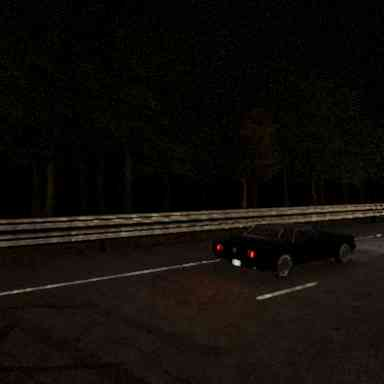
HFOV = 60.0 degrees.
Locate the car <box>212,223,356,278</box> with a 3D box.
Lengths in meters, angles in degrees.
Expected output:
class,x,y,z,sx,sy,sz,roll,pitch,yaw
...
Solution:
class,x,y,z,sx,sy,sz,roll,pitch,yaw
car,2.999,1.599,10.182,4.718,1.301,1.895,0,0,-36
